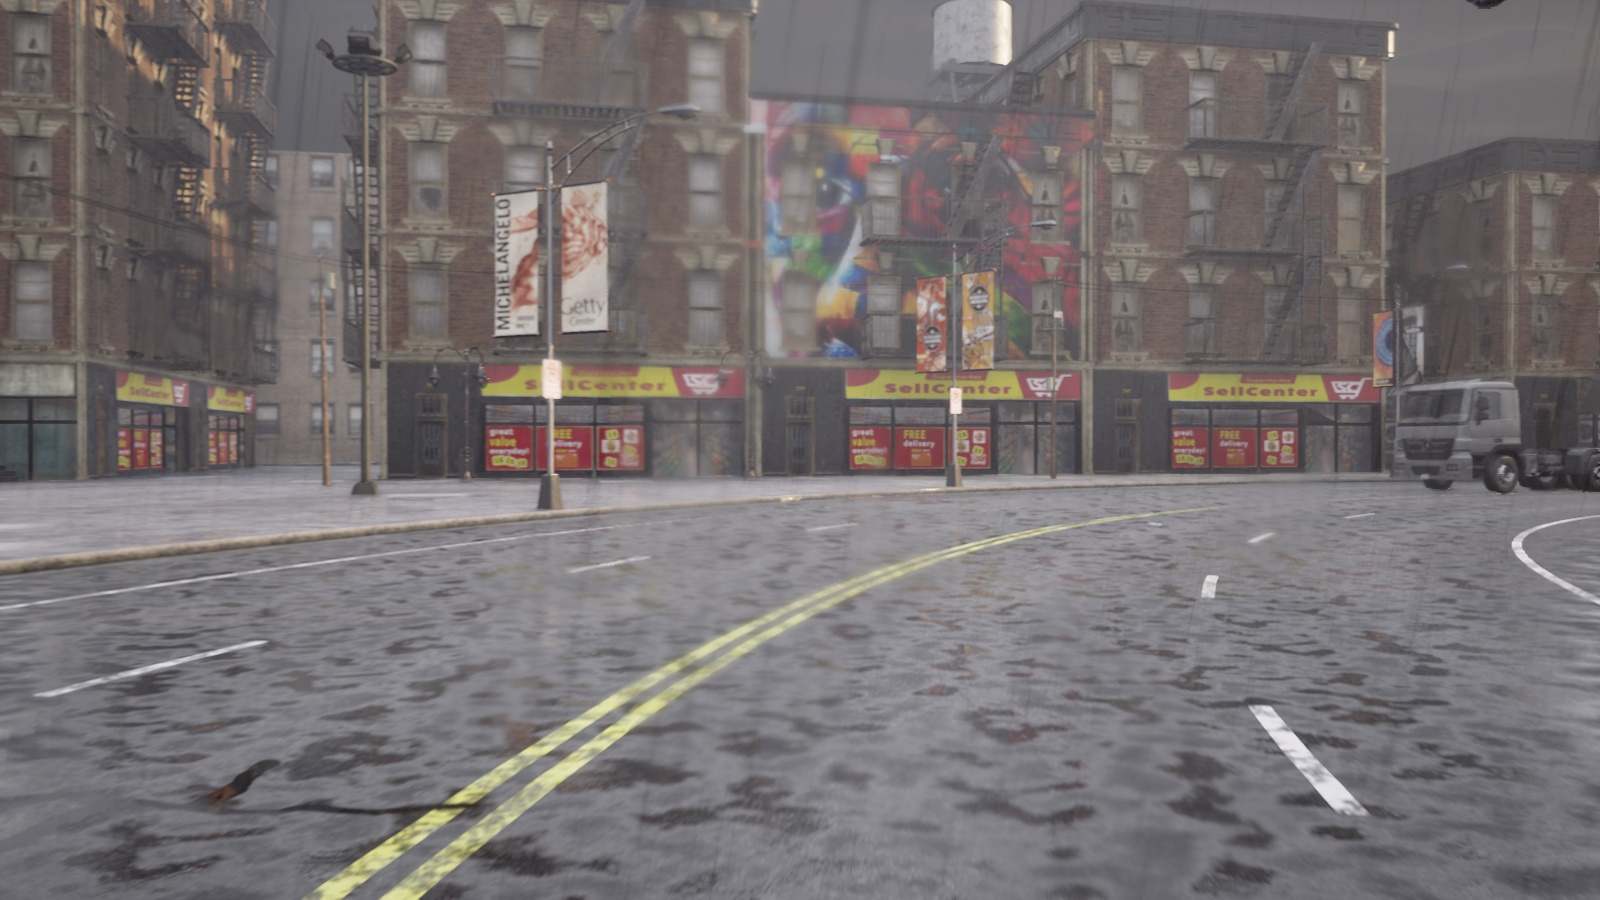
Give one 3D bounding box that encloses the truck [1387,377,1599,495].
[{"bbox_3d":[22.772,-0.421,39.506,7.936,3.462,2.891,0,0,-18],"label":"truck"}]
